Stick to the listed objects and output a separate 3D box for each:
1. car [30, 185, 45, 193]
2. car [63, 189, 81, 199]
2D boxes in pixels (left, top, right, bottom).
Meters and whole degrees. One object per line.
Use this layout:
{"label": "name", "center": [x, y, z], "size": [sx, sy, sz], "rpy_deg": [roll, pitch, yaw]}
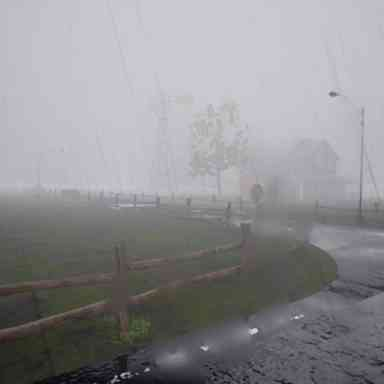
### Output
{"label": "car", "center": [-38.809, -0.838, 84.323], "size": [2.150, 2.045, 5.566], "rpy_deg": [1, 1, -35]}
{"label": "car", "center": [-18.247, 0.310, 50.351], "size": [1.837, 1.490, 4.892], "rpy_deg": [1, 1, -35]}
